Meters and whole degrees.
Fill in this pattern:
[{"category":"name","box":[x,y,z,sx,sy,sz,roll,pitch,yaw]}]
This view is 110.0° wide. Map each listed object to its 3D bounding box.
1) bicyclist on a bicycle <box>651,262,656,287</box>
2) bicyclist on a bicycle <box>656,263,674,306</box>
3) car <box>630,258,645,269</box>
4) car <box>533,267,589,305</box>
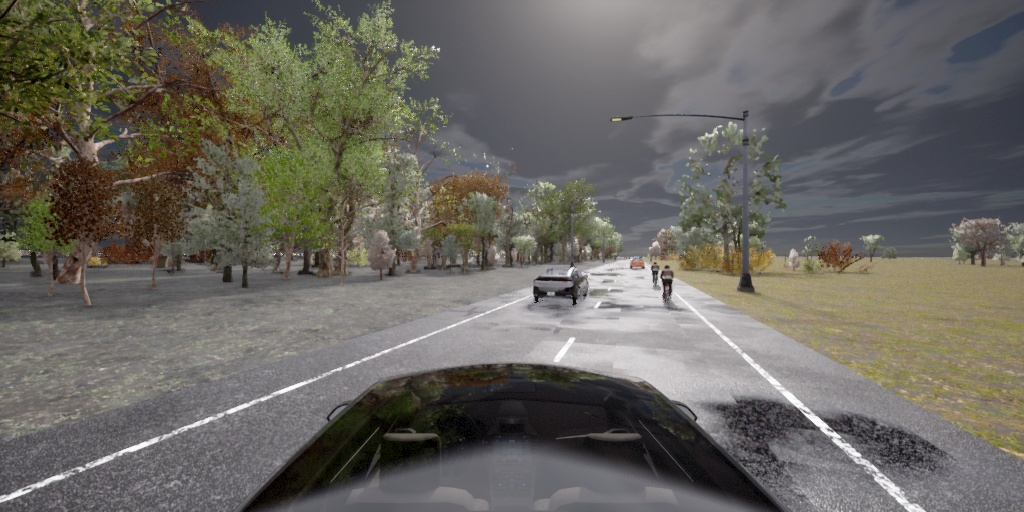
[{"category":"bicyclist on a bicycle","box":[9.340,1.208,23.379,0.582,1.620,1.656,0,0,19]},{"category":"bicyclist on a bicycle","box":[6.457,1.206,14.910,0.582,1.620,1.656,0,0,19]},{"category":"car","box":[20.224,1.117,57.990,2.097,1.767,4.553,0,0,17]},{"category":"car","box":[2.313,1.244,16.275,2.128,1.511,4.902,0,0,19]}]
